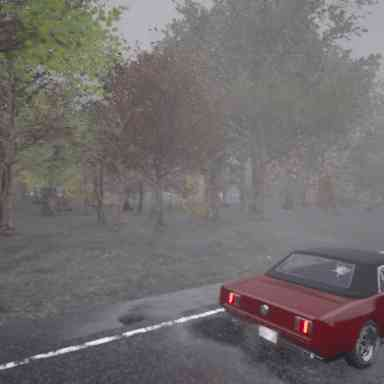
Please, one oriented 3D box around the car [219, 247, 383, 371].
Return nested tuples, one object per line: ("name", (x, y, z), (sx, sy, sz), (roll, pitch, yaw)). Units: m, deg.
("car", (2.831, 1.645, 5.768), (4.718, 1.301, 1.895), (1, 0, -36))
